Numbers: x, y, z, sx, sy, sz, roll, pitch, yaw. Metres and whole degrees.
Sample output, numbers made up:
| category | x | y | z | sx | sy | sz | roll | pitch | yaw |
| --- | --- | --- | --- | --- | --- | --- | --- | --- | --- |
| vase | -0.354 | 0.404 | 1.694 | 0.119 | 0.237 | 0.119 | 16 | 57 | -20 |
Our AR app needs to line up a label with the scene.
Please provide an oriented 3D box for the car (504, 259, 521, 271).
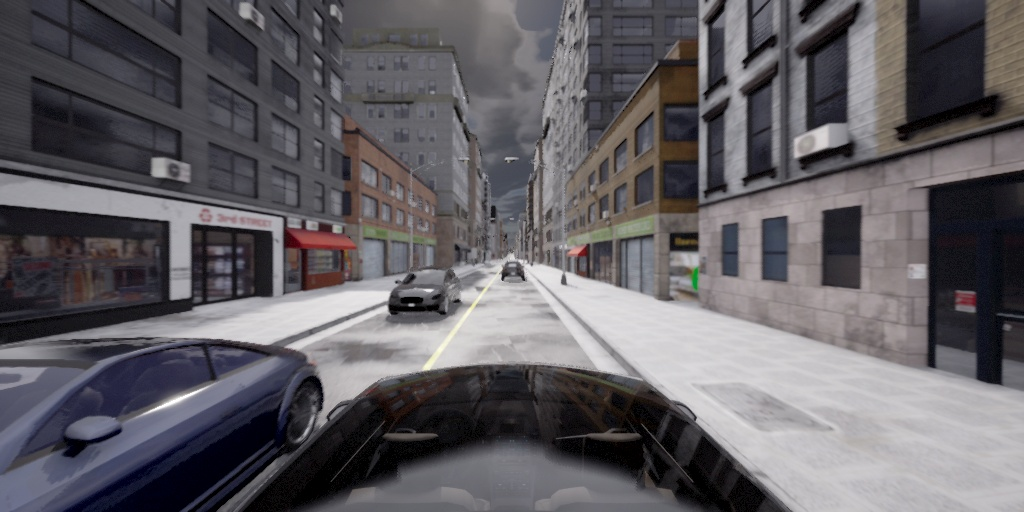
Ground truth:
| category | x | y | z | sx | sy | sz | roll | pitch | yaw |
| --- | --- | --- | --- | --- | --- | --- | --- | --- | --- |
| car | 0.086 | 1.119 | 48.166 | 2.128 | 1.511 | 4.902 | 0 | 0 | 0 |

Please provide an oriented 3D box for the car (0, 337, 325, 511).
| category | x | y | z | sx | sy | sz | roll | pitch | yaw |
| --- | --- | --- | --- | --- | --- | --- | --- | --- | --- |
| car | -3.091 | 1.311 | 2.309 | 1.994 | 1.385 | 4.181 | 0 | 0 | 0 |

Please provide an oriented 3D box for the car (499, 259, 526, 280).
| category | x | y | z | sx | sy | sz | roll | pitch | yaw |
| --- | --- | --- | --- | --- | --- | --- | --- | --- | --- |
| car | 0.089 | 1.177 | 29.458 | 1.812 | 1.442 | 4.674 | 0 | 0 | 0 |

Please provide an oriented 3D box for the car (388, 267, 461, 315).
| category | x | y | z | sx | sy | sz | roll | pitch | yaw |
| --- | --- | --- | --- | --- | --- | --- | --- | --- | --- |
| car | -3.049 | 1.196 | 13.348 | 1.837 | 1.490 | 4.892 | 0 | 1 | 0 |
